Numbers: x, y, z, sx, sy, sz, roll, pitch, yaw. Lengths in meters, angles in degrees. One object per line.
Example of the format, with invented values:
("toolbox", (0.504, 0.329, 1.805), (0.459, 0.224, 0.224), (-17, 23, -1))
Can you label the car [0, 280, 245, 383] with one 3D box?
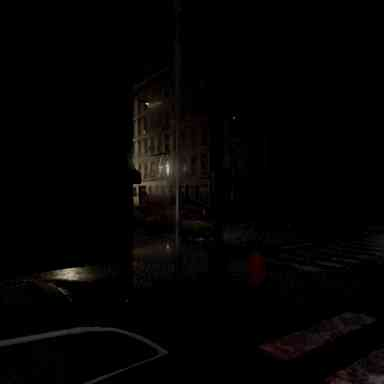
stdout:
("car", (-1.780, 1.491, 2.058), (4.902, 1.511, 2.128), (0, 0, -38))

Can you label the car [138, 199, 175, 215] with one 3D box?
("car", (-3.783, 1.529, 34.893), (1.752, 1.417, 4.829), (0, 0, -35))

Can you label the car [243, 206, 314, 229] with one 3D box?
("car", (5.735, 1.558, 21.528), (1.947, 1.339, 4.313), (0, 0, -35))

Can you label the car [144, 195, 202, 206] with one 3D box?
("car", (-1.329, 1.244, 21.985), (2.150, 2.045, 5.566), (0, 0, -35))

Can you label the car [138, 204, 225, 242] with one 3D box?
("car", (-0.708, 1.554, 16.741), (1.752, 1.417, 4.829), (0, 0, -35))

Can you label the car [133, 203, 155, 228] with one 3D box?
("car", (-3.947, 1.584, 21.289), (2.008, 1.369, 4.403), (0, 0, -35))

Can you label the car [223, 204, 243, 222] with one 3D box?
("car", (2.595, 1.578, 25.937), (1.802, 1.307, 4.206), (0, 0, -35))

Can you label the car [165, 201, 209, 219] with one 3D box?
("car", (-0.545, 1.566, 30.345), (1.947, 1.339, 4.313), (0, 0, -35))
